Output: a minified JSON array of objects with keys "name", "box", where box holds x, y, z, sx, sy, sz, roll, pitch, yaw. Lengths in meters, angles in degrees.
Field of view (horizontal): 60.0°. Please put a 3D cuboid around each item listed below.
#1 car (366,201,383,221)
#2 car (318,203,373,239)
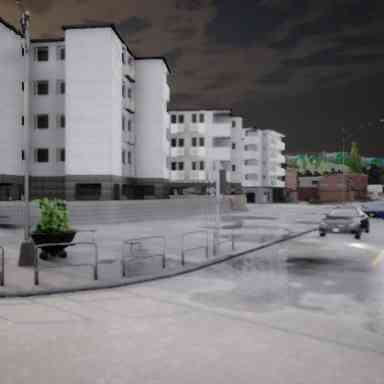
[{"name":"car","box":[15.124,1.474,27.377,1.882,1.535,5.008,0,0,36]},{"name":"car","box":[8.077,1.523,17.490,1.812,1.442,4.674,0,0,35]}]
